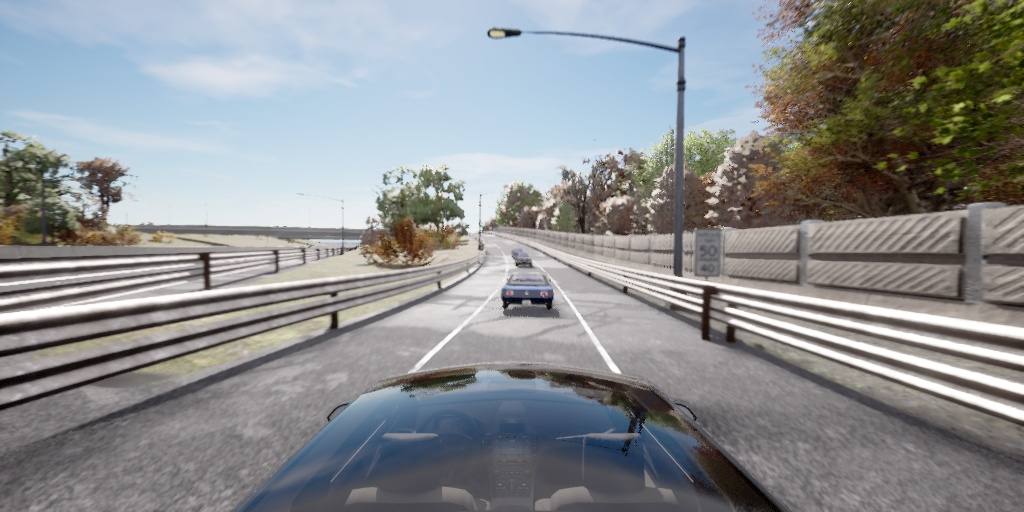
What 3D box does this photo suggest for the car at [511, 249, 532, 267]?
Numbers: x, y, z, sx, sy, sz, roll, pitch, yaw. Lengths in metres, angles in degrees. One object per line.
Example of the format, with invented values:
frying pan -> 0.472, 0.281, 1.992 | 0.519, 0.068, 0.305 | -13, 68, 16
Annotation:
car -> 1.233, 0.367, 39.958 | 2.033, 1.411, 5.357 | 1, 3, -2

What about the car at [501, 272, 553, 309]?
car -> 0.664, 1.317, 14.819 | 1.895, 1.301, 4.718 | 1, 1, 4
